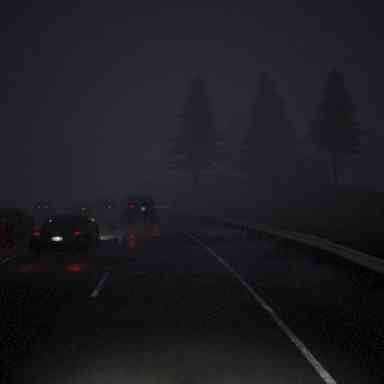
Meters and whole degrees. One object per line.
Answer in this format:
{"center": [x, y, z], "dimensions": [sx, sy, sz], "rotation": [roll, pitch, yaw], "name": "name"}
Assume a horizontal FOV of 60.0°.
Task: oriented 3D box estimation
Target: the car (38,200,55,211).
{"center": [-15.358, 1.551, 34.793], "dimensions": [2.033, 1.411, 5.357], "rotation": [0, 0, -26], "name": "car"}

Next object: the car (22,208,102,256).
{"center": [-4.916, 1.564, 13.290], "dimensions": [1.994, 1.385, 4.181], "rotation": [0, 0, -9], "name": "car"}

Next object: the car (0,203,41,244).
{"center": [-8.883, 1.482, 15.672], "dimensions": [1.882, 1.535, 5.008], "rotation": [0, 0, -11], "name": "car"}

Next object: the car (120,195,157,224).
{"center": [-4.143, 1.217, 25.236], "dimensions": [2.150, 2.045, 5.566], "rotation": [0, 0, -18], "name": "car"}

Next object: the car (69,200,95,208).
{"center": [-11.882, 1.524, 35.418], "dimensions": [1.812, 1.442, 4.674], "rotation": [0, 0, -25], "name": "car"}

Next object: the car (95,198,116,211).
{"center": [-10.692, 1.501, 40.754], "dimensions": [1.837, 1.490, 4.892], "rotation": [0, 0, -28], "name": "car"}
